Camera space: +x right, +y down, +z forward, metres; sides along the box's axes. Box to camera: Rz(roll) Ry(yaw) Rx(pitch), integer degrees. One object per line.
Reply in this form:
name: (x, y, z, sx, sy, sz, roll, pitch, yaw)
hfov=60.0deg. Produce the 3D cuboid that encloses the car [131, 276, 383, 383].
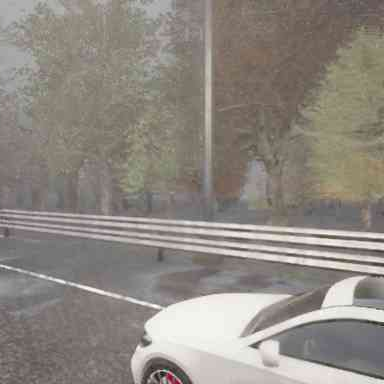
car: (1.556, 1.526, 2.885, 4.674, 1.442, 1.812, 0, 0, 35)
